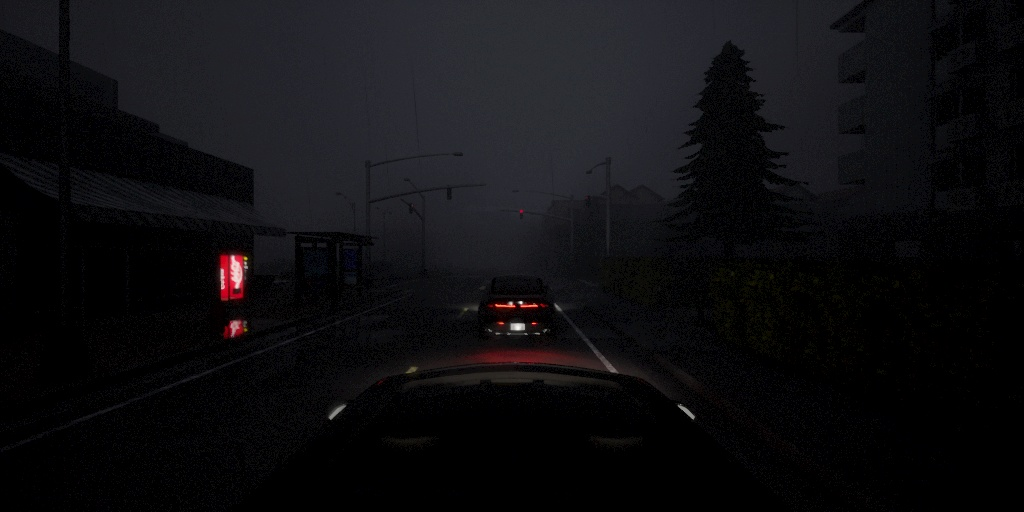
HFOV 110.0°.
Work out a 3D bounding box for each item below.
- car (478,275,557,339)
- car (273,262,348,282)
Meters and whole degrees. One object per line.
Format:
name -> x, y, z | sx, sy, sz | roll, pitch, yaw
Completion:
car -> 0.118, 1.255, 10.038 | 1.837, 1.490, 4.892 | 0, 0, 0
car -> -16.781, 1.474, 30.576 | 5.357, 1.411, 2.033 | 0, 0, 0
